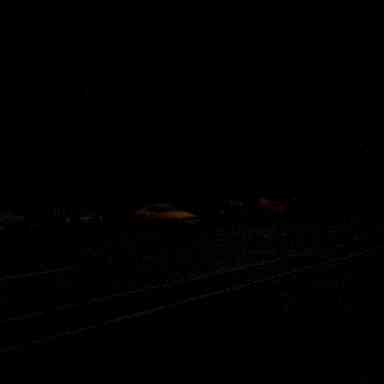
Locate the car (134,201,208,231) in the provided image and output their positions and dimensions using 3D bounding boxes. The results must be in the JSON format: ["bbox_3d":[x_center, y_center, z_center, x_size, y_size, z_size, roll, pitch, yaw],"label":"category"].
[{"bbox_3d":[-1.647,1.346,20.115,1.946,1.575,5.366,-2,1,-37],"label":"car"}]

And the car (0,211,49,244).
[{"bbox_3d":[-8.361,1.581,15.298,2.002,1.452,4.674,-1,1,-37],"label":"car"}]

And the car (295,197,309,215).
[{"bbox_3d":[7.052,1.050,26.875,2.231,1.521,4.892,-2,1,-37],"label":"car"}]

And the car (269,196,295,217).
[{"bbox_3d":[4.850,1.128,25.222,2.097,1.535,5.008,-2,1,-37],"label":"car"}]

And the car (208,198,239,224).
[{"bbox_3d":[0.431,1.310,21.945,2.163,1.488,4.792,-2,1,-37],"label":"car"}]

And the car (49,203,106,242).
[{"bbox_3d":[-6.141,1.357,16.933,2.185,1.767,4.553,-1,1,-37],"label":"car"}]

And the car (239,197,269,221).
[{"bbox_3d":[2.642,1.206,23.578,2.231,1.521,4.892,-2,1,-37],"label":"car"}]
